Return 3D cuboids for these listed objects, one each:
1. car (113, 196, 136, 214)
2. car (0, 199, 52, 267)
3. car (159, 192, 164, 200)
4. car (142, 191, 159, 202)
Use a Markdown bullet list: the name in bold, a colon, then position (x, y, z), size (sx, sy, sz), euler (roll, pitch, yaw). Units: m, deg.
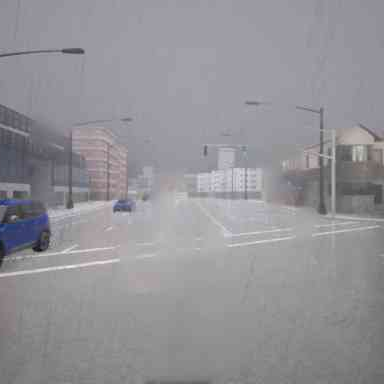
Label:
- **car**: position (-7.252, 1.479, 36.091), size (1.882, 1.535, 5.008), euler (0, 1, -1)
- **car**: position (-6.606, 1.294, 11.048), size (2.150, 2.045, 5.566), euler (0, 0, -1)
- **car**: position (-8.559, 0.974, 86.921), size (2.150, 2.045, 5.566), euler (0, -1, -1)
- **car**: position (-7.893, 0.784, 61.060), size (2.150, 2.045, 5.566), euler (0, 0, -1)
